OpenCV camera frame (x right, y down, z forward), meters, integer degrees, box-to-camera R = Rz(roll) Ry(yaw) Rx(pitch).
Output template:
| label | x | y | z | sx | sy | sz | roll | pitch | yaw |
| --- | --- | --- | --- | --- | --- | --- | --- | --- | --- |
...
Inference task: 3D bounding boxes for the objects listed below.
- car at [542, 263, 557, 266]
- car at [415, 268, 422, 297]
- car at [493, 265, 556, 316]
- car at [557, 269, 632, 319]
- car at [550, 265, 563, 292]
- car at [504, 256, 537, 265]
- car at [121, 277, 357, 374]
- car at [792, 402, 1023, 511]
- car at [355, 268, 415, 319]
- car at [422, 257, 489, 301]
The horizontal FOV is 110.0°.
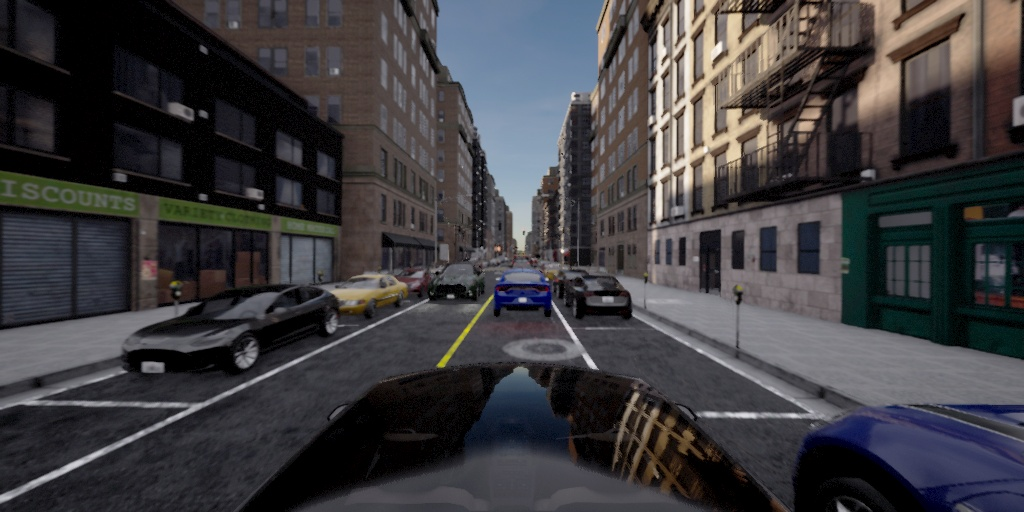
| label | x | y | z | sx | sy | sz | roll | pitch | yaw |
| --- | --- | --- | --- | --- | --- | --- | --- | --- | --- |
| car | 3.353 | 1.271 | 29.093 | 1.751 | 1.417 | 4.829 | 0 | 0 | 2 |
| car | -4.976 | 1.296 | 18.334 | 1.802 | 1.307 | 4.207 | 0 | 0 | 2 |
| car | 0.379 | 1.223 | 13.343 | 1.882 | 1.535 | 5.008 | 0 | -1 | 1 |
| car | 2.894 | 1.325 | 12.690 | 1.948 | 1.339 | 4.313 | 0 | 0 | 2 |
| car | 3.046 | 1.322 | 18.101 | 1.948 | 1.339 | 4.313 | 0 | 0 | 2 |
| car | 0.741 | 1.091 | 26.308 | 2.097 | 1.767 | 4.553 | 0 | 0 | 2 |
| car | -5.279 | 1.285 | 7.513 | 1.948 | 1.339 | 4.313 | 0 | 0 | 2 |
| car | 2.909 | 1.119 | 0.532 | 2.097 | 1.767 | 4.553 | 0 | 0 | 2 |
| car | -5.132 | 1.242 | 12.753 | 1.751 | 1.417 | 4.829 | 0 | 0 | 2 |
| car | -2.468 | 1.080 | 17.001 | 2.097 | 1.767 | 4.553 | 0 | 0 | 2 |
